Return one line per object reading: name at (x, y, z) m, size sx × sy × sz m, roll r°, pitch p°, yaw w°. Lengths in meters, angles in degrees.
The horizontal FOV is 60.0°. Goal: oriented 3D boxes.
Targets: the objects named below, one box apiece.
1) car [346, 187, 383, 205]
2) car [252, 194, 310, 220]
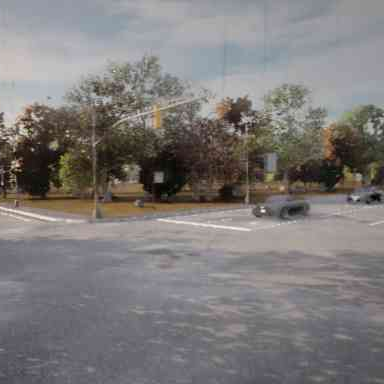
car at (15.620, 0.280, 29.955) m, size 4.902 × 1.511 × 2.128 m, roll -3°, pitch 2°, yaw -43°
car at (5.523, 0.843, 20.519) m, size 4.181 × 1.385 × 1.994 m, roll -3°, pitch 2°, yaw -43°
